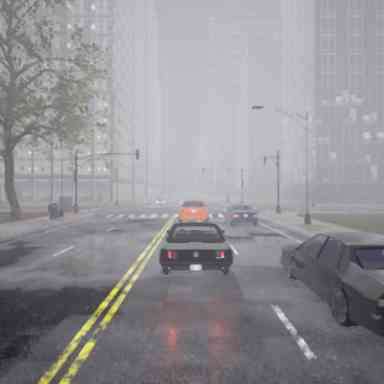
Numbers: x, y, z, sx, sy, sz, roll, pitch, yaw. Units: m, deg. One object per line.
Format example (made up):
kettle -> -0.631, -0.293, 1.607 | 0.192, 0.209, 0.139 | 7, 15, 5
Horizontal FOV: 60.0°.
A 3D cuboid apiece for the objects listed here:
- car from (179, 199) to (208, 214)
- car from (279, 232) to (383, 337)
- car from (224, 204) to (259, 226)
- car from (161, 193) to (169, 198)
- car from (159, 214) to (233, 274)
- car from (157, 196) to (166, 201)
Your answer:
car -> 0.107, 1.340, 24.744 | 2.097, 1.767, 4.553 | 0, 0, 0
car -> 3.353, 1.545, 6.922 | 2.033, 1.411, 5.357 | 0, 0, 0
car -> 3.358, 1.534, 23.284 | 2.033, 1.411, 5.357 | 0, 0, 0
car -> -7.611, 1.015, 94.753 | 2.128, 1.511, 4.902 | 0, 0, -1
car -> 0.106, 1.597, 10.542 | 1.895, 1.301, 4.718 | 0, 0, 0
car -> -7.351, 1.504, 79.273 | 1.895, 1.301, 4.718 | 0, 0, -1
